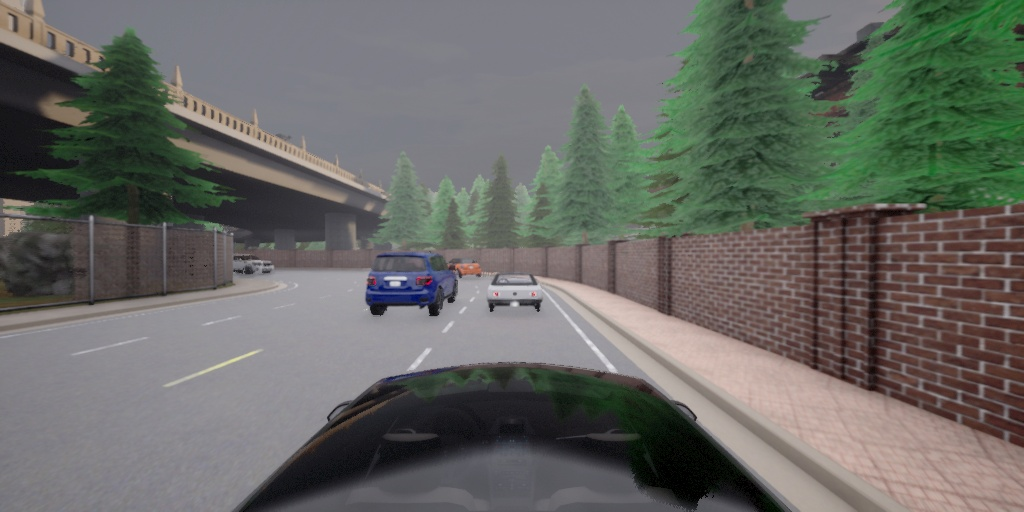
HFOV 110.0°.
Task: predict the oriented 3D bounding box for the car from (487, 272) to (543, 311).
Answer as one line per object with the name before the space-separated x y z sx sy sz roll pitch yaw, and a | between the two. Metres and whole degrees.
car | 0.083 1.279 14.042 1.895 1.301 4.718 0 0 0

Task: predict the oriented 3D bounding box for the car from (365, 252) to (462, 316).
car | -3.411 0.903 13.131 2.150 2.045 5.566 0 0 0

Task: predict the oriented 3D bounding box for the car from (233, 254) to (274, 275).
car | -26.052 0.782 34.788 5.566 2.045 2.150 0 0 12

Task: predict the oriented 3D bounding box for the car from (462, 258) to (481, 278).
car | -4.552 0.932 31.112 2.097 1.767 4.553 0 1 -34
